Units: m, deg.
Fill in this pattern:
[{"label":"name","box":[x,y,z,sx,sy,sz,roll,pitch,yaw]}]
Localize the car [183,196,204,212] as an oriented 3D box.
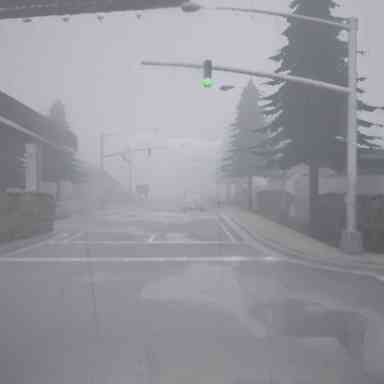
[{"label":"car","box":[0.111,1.063,31.828,1.812,1.442,4.674,0,1,0]}]
